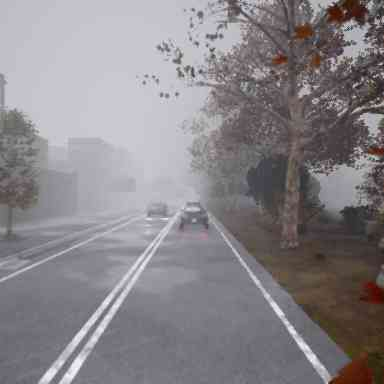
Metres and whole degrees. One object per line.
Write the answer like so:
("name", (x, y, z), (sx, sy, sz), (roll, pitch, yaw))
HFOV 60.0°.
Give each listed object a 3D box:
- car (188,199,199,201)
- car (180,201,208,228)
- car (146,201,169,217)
("car", (0.189, 1.663, 41.791), (1.882, 1.535, 5.008), (0, 0, 0))
("car", (0.137, 1.605, 22.864), (1.812, 1.442, 4.674), (0, 0, 0))
("car", (-3.283, 1.641, 32.563), (1.837, 1.490, 4.892), (0, -1, 0))
